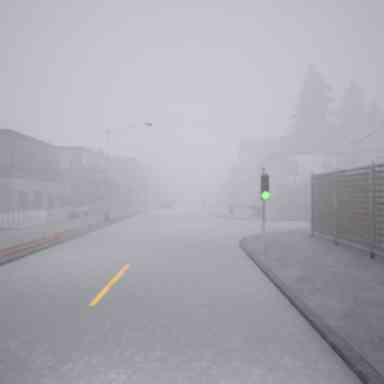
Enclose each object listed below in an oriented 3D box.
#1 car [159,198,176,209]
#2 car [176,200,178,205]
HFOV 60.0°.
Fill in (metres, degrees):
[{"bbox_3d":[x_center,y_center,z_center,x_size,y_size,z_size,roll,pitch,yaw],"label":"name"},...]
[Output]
[{"bbox_3d":[-4.049,1.937,52.125,2.033,1.411,5.357,0,0,0],"label":"car"},{"bbox_3d":[-3.989,2.055,67.664,1.837,1.490,4.892,1,-1,0],"label":"car"}]
